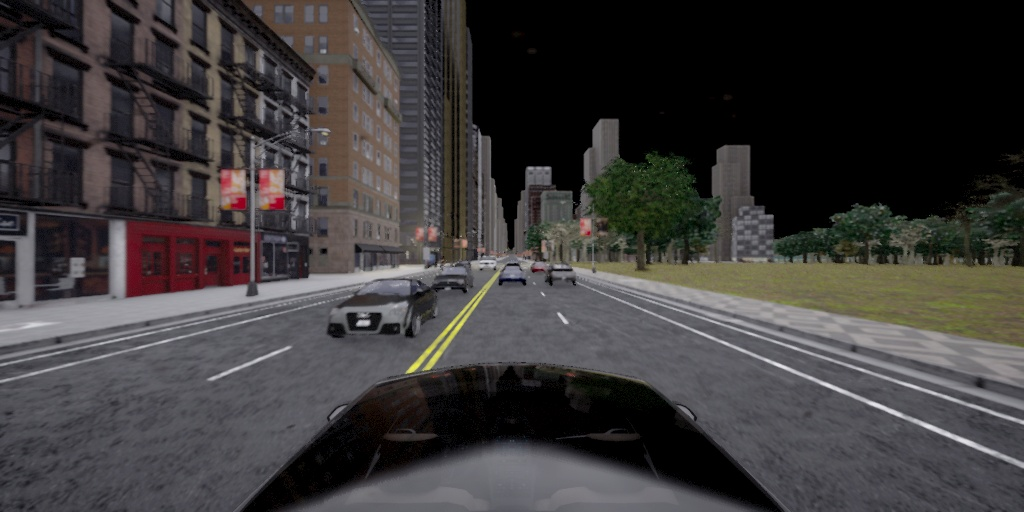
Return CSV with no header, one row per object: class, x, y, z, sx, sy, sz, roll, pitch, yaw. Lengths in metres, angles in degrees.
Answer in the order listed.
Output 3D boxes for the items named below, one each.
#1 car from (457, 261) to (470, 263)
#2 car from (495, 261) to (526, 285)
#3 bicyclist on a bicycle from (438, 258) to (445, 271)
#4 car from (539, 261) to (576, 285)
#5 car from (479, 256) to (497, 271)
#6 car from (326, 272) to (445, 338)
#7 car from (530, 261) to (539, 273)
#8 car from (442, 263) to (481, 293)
car,-6.565,1.328,49.114,1.994,1.385,4.181,0,0,0
car,0.042,1.319,26.477,1.994,1.385,4.181,0,0,0
bicyclist on a bicycle,-8.757,1.017,44.892,0.866,1.612,1.509,0,0,0
car,3.346,1.247,25.600,2.128,1.511,4.902,0,0,0
car,-3.312,0.988,49.715,2.150,2.045,5.566,0,0,0
car,-3.344,1.316,10.042,1.994,1.385,4.181,0,0,0
car,3.328,1.324,44.528,1.994,1.385,4.181,0,0,0
car,-3.277,1.302,21.103,2.033,1.411,5.357,0,0,0
